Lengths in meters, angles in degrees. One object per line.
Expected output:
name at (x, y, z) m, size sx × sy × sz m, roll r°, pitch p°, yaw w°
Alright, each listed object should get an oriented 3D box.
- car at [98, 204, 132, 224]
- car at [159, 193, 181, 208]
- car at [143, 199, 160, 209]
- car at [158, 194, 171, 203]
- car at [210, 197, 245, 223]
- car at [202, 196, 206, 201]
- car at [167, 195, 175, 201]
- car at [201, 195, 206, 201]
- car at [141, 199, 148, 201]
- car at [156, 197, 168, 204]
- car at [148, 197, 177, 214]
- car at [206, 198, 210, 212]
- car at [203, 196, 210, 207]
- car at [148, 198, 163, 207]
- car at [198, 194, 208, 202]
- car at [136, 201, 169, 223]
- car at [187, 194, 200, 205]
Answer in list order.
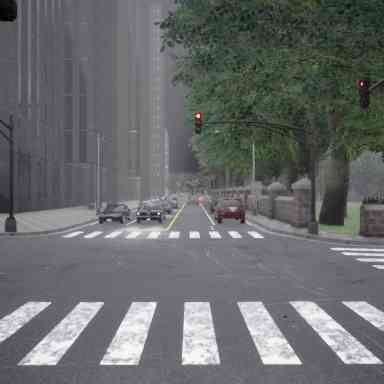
car at (-5.727, 1.576, 25.188) m, size 1.947 × 1.339 × 4.313 m, roll 0°, pitch 0°, yaw 0°
car at (-3.023, 1.385, 45.723) m, size 2.097 × 1.767 × 4.553 m, roll 0°, pitch 0°, yaw 0°
car at (-5.696, 1.616, 47.015) m, size 1.802 × 1.307 × 4.206 m, roll 0°, pitch 0°, yaw 0°
car at (-5.664, 1.374, 68.844) m, size 2.192 × 1.841 × 5.009 m, roll 0°, pitch 0°, yaw 0°
car at (2.798, 1.326, 25.185) m, size 2.192 × 1.841 × 5.009 m, roll 0°, pitch 0°, yaw 0°
car at (2.830, 1.585, 47.010) m, size 2.008 × 1.369 × 4.403 m, roll 0°, pitch 0°, yaw 0°
car at (-5.633, 1.533, 90.672) m, size 1.967 × 1.590 × 4.097 m, roll 0°, pitch 0°, yaw 0°
car at (2.838, 1.481, 52.467) m, size 1.967 × 1.590 × 4.097 m, roll 0°, pitch 0°, yaw 0°
car at (-5.703, 1.579, 41.558) m, size 2.008 × 1.369 × 4.403 m, roll 0°, pitch 0°, yaw 0°
car at (-5.672, 1.635, 63.387) m, size 1.802 × 1.307 × 4.206 m, roll 0°, pitch 0°, yaw 0°
car at (-3.044, 1.569, 35.448) m, size 2.033 × 1.411 × 5.357 m, roll 0°, pitch 0°, yaw 1°
car at (2.814, 1.588, 36.097) m, size 1.947 × 1.339 × 4.313 m, roll 0°, pitch 0°, yaw 0°
car at (2.822, 1.579, 41.553) m, size 2.008 × 1.369 × 4.403 m, roll 0°, pitch 0°, yaw 0°
car at (-5.688, 1.622, 52.473) m, size 1.802 × 1.307 × 4.206 m, roll 0°, pitch 0°, yaw 0°
car at (2.496, 1.424, 75.811) m, size 2.097 × 1.767 × 4.553 m, roll 0°, pitch 0°, yaw 0°
car at (-3.063, 1.612, 25.630) m, size 1.895 × 1.301 × 4.718 m, roll 0°, pitch 0°, yaw 0°
car at (0.189, 1.596, 59.296) m, size 2.033 × 1.411 × 5.357 m, roll 0°, pitch 0°, yaw 0°
